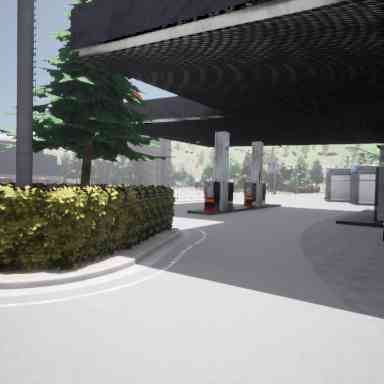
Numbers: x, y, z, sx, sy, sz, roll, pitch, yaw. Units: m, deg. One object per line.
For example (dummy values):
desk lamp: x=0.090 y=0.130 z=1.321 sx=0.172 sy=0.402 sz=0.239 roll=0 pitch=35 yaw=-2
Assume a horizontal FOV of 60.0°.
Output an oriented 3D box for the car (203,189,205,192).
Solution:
car: x=4.686 y=-0.310 z=65.637 sx=5.027 sy=1.636 sz=2.152 roll=2 pitch=2 yaw=35

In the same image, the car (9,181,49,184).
car: x=-17.351 y=-0.184 z=35.189 sx=3.866 sy=1.878 sz=1.905 roll=2 pitch=2 yaw=35

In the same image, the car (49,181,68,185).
car: x=-26.976 y=-1.264 z=65.408 sx=3.866 sy=1.878 sz=1.905 roll=2 pitch=2 yaw=35

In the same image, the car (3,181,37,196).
car: x=-21.902 y=-0.472 z=42.394 sx=4.605 sy=1.855 sz=1.932 roll=2 pitch=2 yaw=35

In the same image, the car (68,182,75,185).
car: x=-25.645 y=-1.289 z=68.024 sx=4.605 sy=1.855 sz=1.932 roll=2 pitch=2 yaw=35
